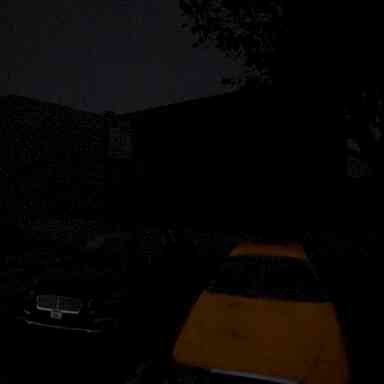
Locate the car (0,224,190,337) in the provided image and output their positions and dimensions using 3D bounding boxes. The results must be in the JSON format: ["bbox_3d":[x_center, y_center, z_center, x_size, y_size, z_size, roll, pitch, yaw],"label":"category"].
[{"bbox_3d":[-1.235,1.481,6.978,2.231,1.521,4.892,1,-1,16],"label":"car"}]

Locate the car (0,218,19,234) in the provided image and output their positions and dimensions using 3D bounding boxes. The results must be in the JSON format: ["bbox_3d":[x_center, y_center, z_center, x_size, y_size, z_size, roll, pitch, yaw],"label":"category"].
[{"bbox_3d":[-8.558,1.510,12.212,2.002,1.452,4.674,1,-1,16],"label":"car"}]

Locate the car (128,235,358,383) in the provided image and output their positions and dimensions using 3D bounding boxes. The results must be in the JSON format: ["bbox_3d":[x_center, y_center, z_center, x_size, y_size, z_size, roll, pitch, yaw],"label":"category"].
[{"bbox_3d":[1.153,1.478,5.049,1.946,1.575,5.366,1,-1,16],"label":"car"}]
